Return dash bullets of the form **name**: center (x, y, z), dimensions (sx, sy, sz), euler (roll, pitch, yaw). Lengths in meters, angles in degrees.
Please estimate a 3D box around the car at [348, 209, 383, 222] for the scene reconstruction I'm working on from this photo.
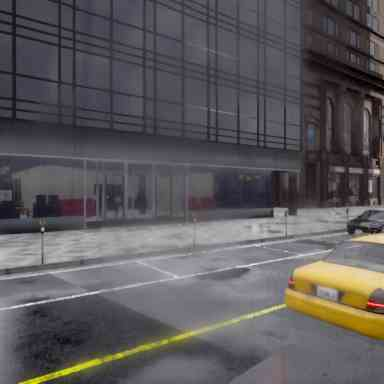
- **car**: center (9.998, 1.567, 17.645), dimensions (4.313, 1.339, 1.947), euler (0, 0, -36)

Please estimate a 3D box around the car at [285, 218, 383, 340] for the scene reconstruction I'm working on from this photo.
- **car**: center (4.046, 1.455, 6.318), dimensions (5.366, 1.575, 1.801), euler (0, 0, -36)
